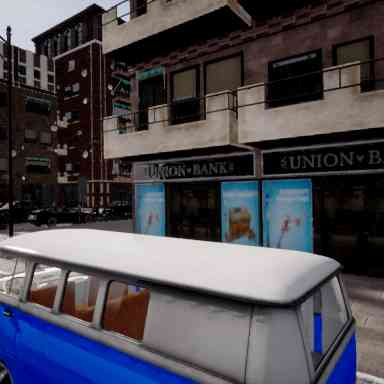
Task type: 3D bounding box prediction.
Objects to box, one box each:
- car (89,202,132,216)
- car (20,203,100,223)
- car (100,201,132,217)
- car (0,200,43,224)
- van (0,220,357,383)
[{"bbox_3d":[-8.851,1.797,36.432,1.947,1.339,4.313,-2,-1,36],"label":"car"},{"bbox_3d":[-8.722,1.583,22.381,1.947,1.339,4.313,-2,-1,36],"label":"car"},{"bbox_3d":[-7.370,1.671,34.064,2.128,1.511,4.902,-1,-1,36],"label":"car"},{"bbox_3d":[-13.446,1.473,25.733,2.097,1.767,4.553,-1,-1,36],"label":"car"},{"bbox_3d":[-0.549,1.342,3.242,3.998,1.788,1.690,0,-1,35],"label":"van"}]
